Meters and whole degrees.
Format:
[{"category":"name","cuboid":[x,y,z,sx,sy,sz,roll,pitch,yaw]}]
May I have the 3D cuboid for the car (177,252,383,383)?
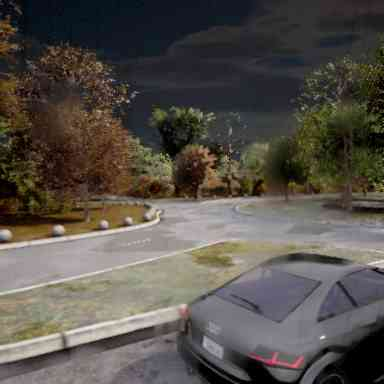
[{"category":"car","cuboid":[1.892,1.557,4.530,4.181,1.385,1.994,0,0,-33]}]
